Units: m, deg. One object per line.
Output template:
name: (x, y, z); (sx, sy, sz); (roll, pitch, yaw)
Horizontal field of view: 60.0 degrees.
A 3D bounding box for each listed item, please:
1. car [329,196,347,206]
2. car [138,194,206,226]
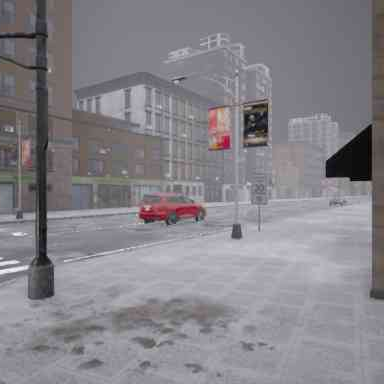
car: (22.646, 1.376, 51.516); (2.033, 1.411, 5.357); (0, 0, 34)
car: (-1.253, 1.142, 22.991); (2.150, 2.045, 5.566); (0, 0, 35)
